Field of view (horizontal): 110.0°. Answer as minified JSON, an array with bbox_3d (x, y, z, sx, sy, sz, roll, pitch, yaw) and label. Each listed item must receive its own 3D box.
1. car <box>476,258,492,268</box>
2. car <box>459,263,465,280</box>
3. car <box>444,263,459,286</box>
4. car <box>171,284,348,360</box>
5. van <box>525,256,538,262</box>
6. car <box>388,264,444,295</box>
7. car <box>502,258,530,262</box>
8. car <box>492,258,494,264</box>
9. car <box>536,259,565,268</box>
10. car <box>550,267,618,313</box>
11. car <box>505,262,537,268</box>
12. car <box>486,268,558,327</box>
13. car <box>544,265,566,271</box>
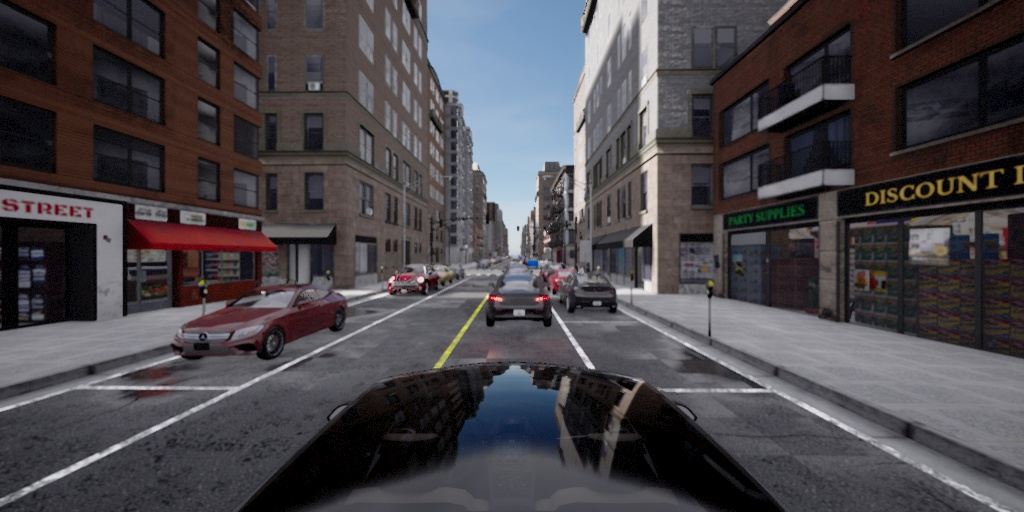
[{"bbox_3d":[-4.714,1.244,57.430,2.007,1.370,4.403,0,0,1],"label":"car"},{"bbox_3d":[-5.051,1.272,30.350,2.007,1.370,4.403,0,0,1],"label":"car"},{"bbox_3d":[-5.122,1.252,24.662,1.751,1.417,4.829,0,0,1],"label":"car"},{"bbox_3d":[-5.326,1.325,8.278,1.802,1.307,4.207,0,0,1],"label":"car"},{"bbox_3d":[3.311,1.036,57.338,1.690,1.789,3.998,0,0,1],"label":"van"},{"bbox_3d":[-5.189,1.172,19.315,1.967,1.591,4.097,0,0,1],"label":"car"},{"bbox_3d":[0.349,1.178,31.161,1.801,1.575,5.366,0,0,1],"label":"car"},{"bbox_3d":[-4.643,1.233,63.111,1.888,1.381,4.507,0,0,1],"label":"car"},{"bbox_3d":[2.904,1.168,24.741,1.967,1.591,4.097,0,0,1],"label":"car"},{"bbox_3d":[2.767,1.289,13.704,2.007,1.370,4.403,0,0,1],"label":"car"},{"bbox_3d":[0.328,1.257,21.367,1.812,1.442,4.674,0,0,1],"label":"car"},{"bbox_3d":[0.206,1.266,11.372,1.812,1.442,4.674,0,0,1],"label":"car"},{"bbox_3d":[2.836,1.315,19.222,1.802,1.307,4.207,0,0,1],"label":"car"}]
